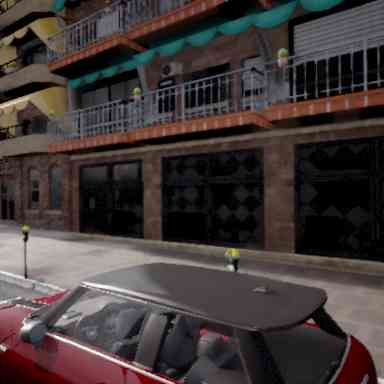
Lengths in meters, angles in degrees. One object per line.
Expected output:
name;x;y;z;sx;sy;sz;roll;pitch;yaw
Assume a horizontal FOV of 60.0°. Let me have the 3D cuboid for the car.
car;-0.505;1.442;3.247;4.097;1.590;1.967;0;-1;36
